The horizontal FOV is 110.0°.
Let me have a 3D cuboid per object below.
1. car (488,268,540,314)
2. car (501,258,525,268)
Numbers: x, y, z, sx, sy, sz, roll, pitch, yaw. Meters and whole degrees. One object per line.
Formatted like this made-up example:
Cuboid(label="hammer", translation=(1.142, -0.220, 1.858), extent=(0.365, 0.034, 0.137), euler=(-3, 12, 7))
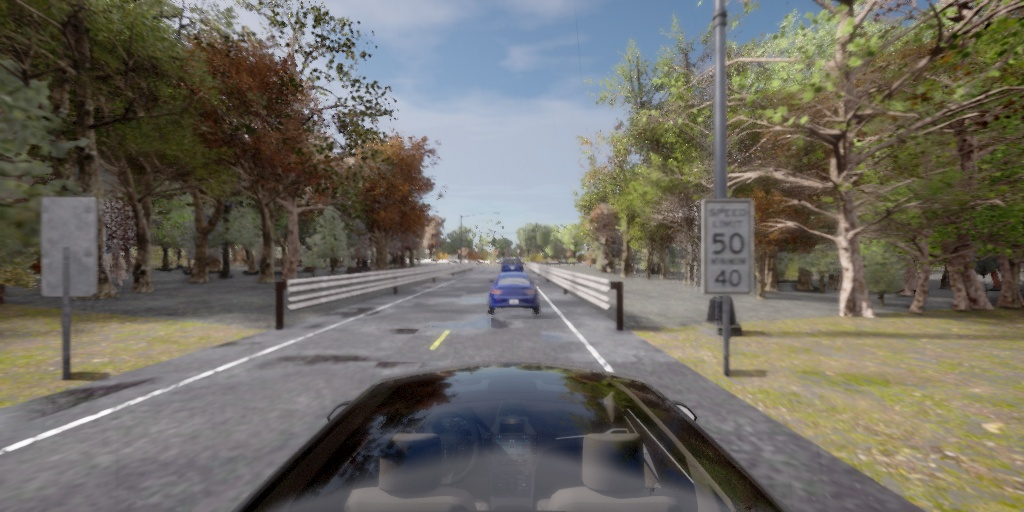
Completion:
Cuboid(label="car", translation=(0.075, 1.379, 14.258), extent=(1.812, 1.442, 4.674), euler=(0, 0, 0))
Cuboid(label="car", translation=(0.057, 1.249, 35.514), extent=(2.150, 2.045, 5.566), euler=(0, 0, 0))
